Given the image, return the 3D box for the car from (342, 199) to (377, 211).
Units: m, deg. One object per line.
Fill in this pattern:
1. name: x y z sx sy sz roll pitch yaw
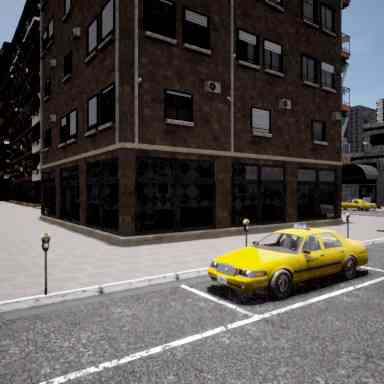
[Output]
1. car: 19.270 1.469 39.636 1.752 1.417 4.829 0 0 -35

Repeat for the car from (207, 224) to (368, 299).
1. car: 2.594 1.525 8.416 4.829 1.417 1.752 0 0 -36
